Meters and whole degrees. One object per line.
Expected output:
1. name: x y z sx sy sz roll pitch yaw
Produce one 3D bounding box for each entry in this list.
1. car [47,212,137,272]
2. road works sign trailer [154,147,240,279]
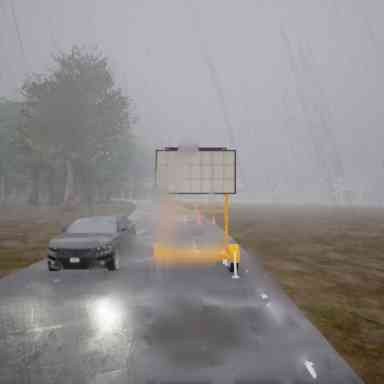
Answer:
1. car: -3.048 1.474 11.040 1.882 1.535 5.008 0 0 -1
2. road works sign trailer: 0.110 0.464 10.063 2.380 3.560 2.880 0 0 -1
